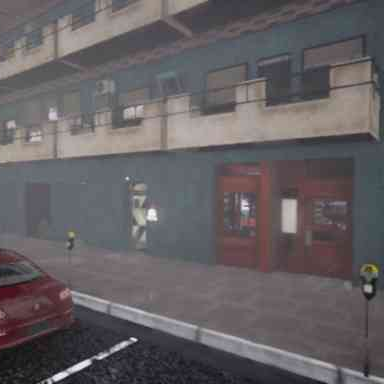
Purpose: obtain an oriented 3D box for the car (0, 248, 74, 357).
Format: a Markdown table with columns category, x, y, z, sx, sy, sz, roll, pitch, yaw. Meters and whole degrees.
| category | x | y | z | sx | sy | sz | roll | pitch | yaw |
| --- | --- | --- | --- | --- | --- | --- | --- | --- | --- |
| car | -3.663 | 1.595 | 5.476 | 4.206 | 1.307 | 1.802 | 0 | 1 | 36 |
